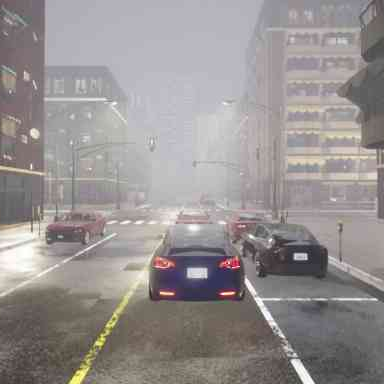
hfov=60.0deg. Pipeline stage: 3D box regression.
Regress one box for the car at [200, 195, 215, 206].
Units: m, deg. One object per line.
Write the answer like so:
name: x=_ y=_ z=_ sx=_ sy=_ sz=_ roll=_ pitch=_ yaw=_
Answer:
car: x=2.698 y=1.576 z=53.684 sx=1.887 sy=1.381 sz=4.507 roll=1 pitch=0 yaw=0

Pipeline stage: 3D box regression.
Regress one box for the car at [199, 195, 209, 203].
car: x=2.567 y=1.491 z=70.753 sx=1.967 sy=1.590 sz=4.097 roll=1 pitch=0 yaw=0

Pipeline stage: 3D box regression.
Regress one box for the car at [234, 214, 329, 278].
car: x=2.572 y=1.568 z=9.957 sx=1.947 sy=1.339 sz=4.313 roll=1 pitch=0 yaw=0

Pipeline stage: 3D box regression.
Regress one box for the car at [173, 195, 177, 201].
car: x=-5.316 y=1.621 z=87.810 sx=1.887 sy=1.381 sz=4.507 roll=1 pitch=0 yaw=0

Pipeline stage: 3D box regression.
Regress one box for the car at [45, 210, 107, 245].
car: x=-5.275 y=1.549 z=15.599 sx=1.887 sy=1.381 sz=4.507 roll=1 pitch=0 yaw=0

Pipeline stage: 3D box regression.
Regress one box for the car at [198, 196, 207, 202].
car: x=2.565 y=1.633 z=82.132 sx=1.947 sy=1.339 sz=4.313 roll=1 pitch=0 yaw=0

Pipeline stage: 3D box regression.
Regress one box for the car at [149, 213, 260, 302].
car: x=0.100 y=1.506 z=8.340 sx=2.163 sy=1.488 sz=4.792 roll=0 pitch=0 yaw=0

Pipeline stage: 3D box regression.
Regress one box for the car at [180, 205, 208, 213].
car: x=0.093 y=1.606 z=18.063 sx=1.895 sy=1.301 sz=4.718 roll=0 pitch=0 yaw=0

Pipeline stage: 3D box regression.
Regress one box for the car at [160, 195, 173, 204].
car: x=-5.330 y=1.595 z=65.052 sx=2.008 sy=1.369 sz=4.403 roll=1 pitch=0 yaw=0

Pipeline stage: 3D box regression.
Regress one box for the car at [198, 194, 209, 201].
car: x=2.602 y=1.357 z=63.630 sx=2.192 sy=1.841 sz=5.009 roll=1 pitch=0 yaw=0

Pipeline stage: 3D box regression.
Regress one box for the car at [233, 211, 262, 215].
car: x=2.572 y=1.549 z=15.628 sx=1.887 sy=1.381 sz=4.507 roll=1 pitch=0 yaw=0
